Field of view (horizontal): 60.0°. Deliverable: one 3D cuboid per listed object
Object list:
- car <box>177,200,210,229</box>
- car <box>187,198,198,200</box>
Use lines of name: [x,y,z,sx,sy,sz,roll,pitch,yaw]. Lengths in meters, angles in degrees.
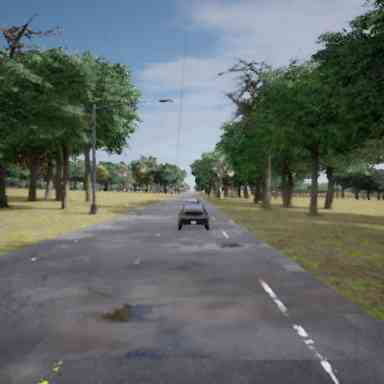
car: [0.092,1.469,21.245,1.837,1.490,4.892,0,0,0]
car: [0.073,1.433,41.413,1.812,1.442,4.674,0,0,0]
